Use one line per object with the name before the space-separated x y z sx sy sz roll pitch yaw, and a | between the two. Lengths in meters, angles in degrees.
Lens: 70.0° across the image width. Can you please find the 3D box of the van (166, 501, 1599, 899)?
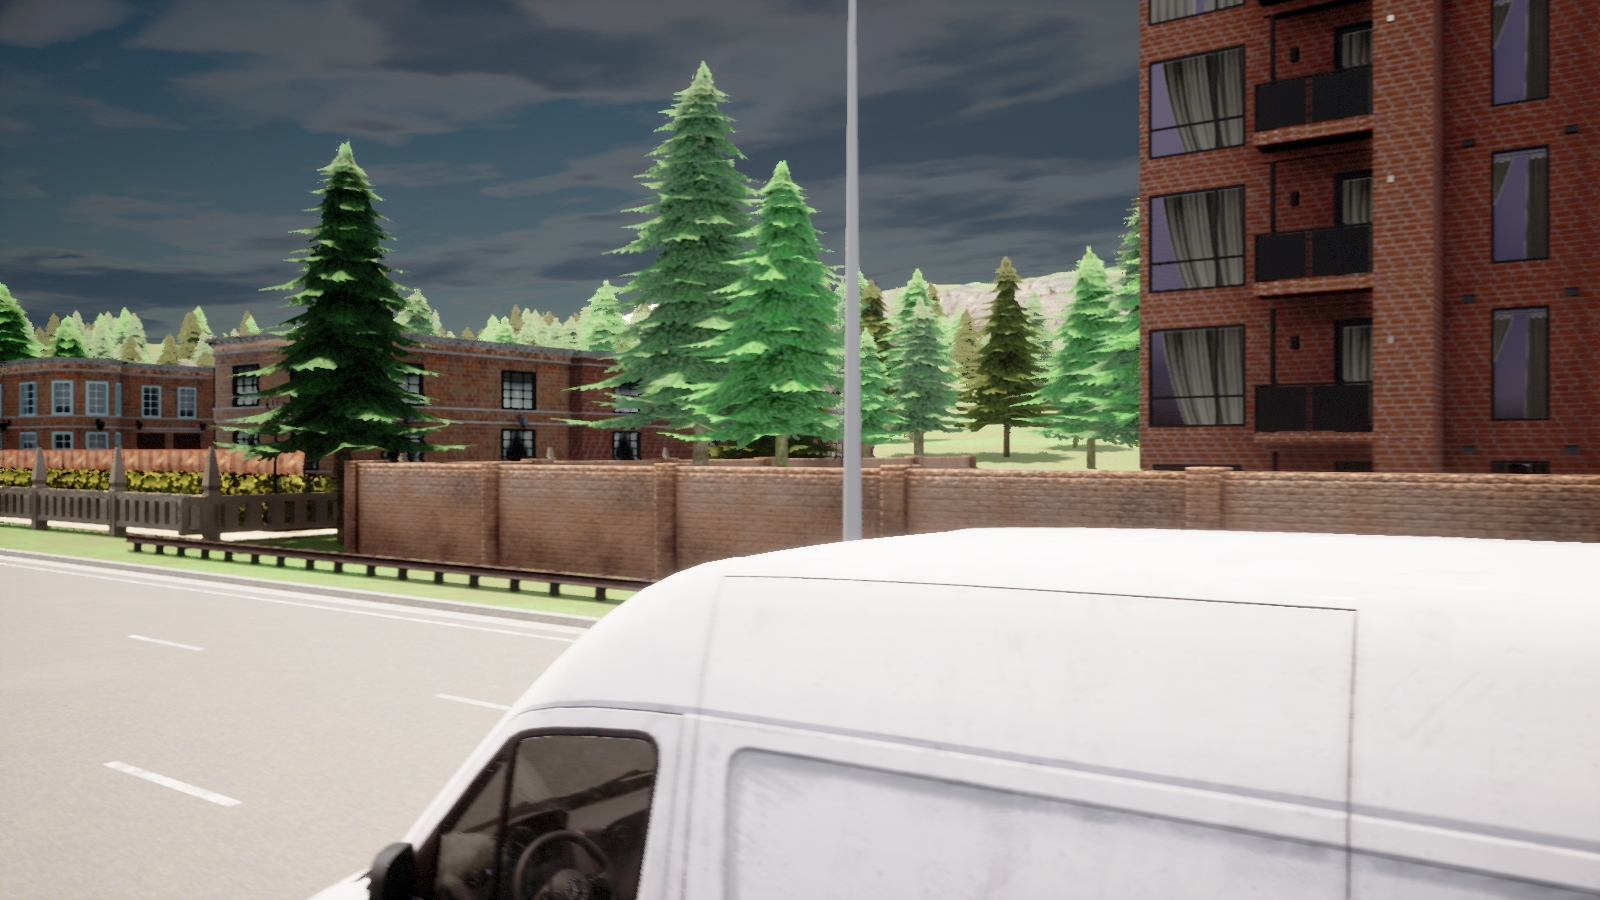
van | 0.665 1.535 3.315 5.915 2.561 1.988 0 0 35
